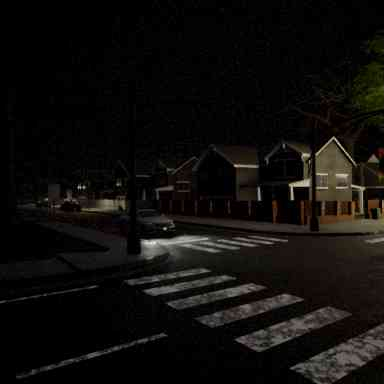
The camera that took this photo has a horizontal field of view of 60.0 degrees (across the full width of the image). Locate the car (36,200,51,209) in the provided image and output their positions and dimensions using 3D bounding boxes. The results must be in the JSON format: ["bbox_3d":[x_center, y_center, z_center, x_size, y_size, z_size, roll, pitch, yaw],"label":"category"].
[{"bbox_3d":[-26.072,2.156,58.373,2.128,1.511,4.902,-1,0,-35],"label":"car"}]

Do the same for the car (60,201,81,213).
[{"bbox_3d":[-16.167,1.941,44.101,2.128,1.511,4.902,-1,0,-35],"label":"car"}]

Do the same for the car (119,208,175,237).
[{"bbox_3d":[-2.805,1.718,19.735,1.812,1.442,4.674,-1,0,-35],"label":"car"}]
